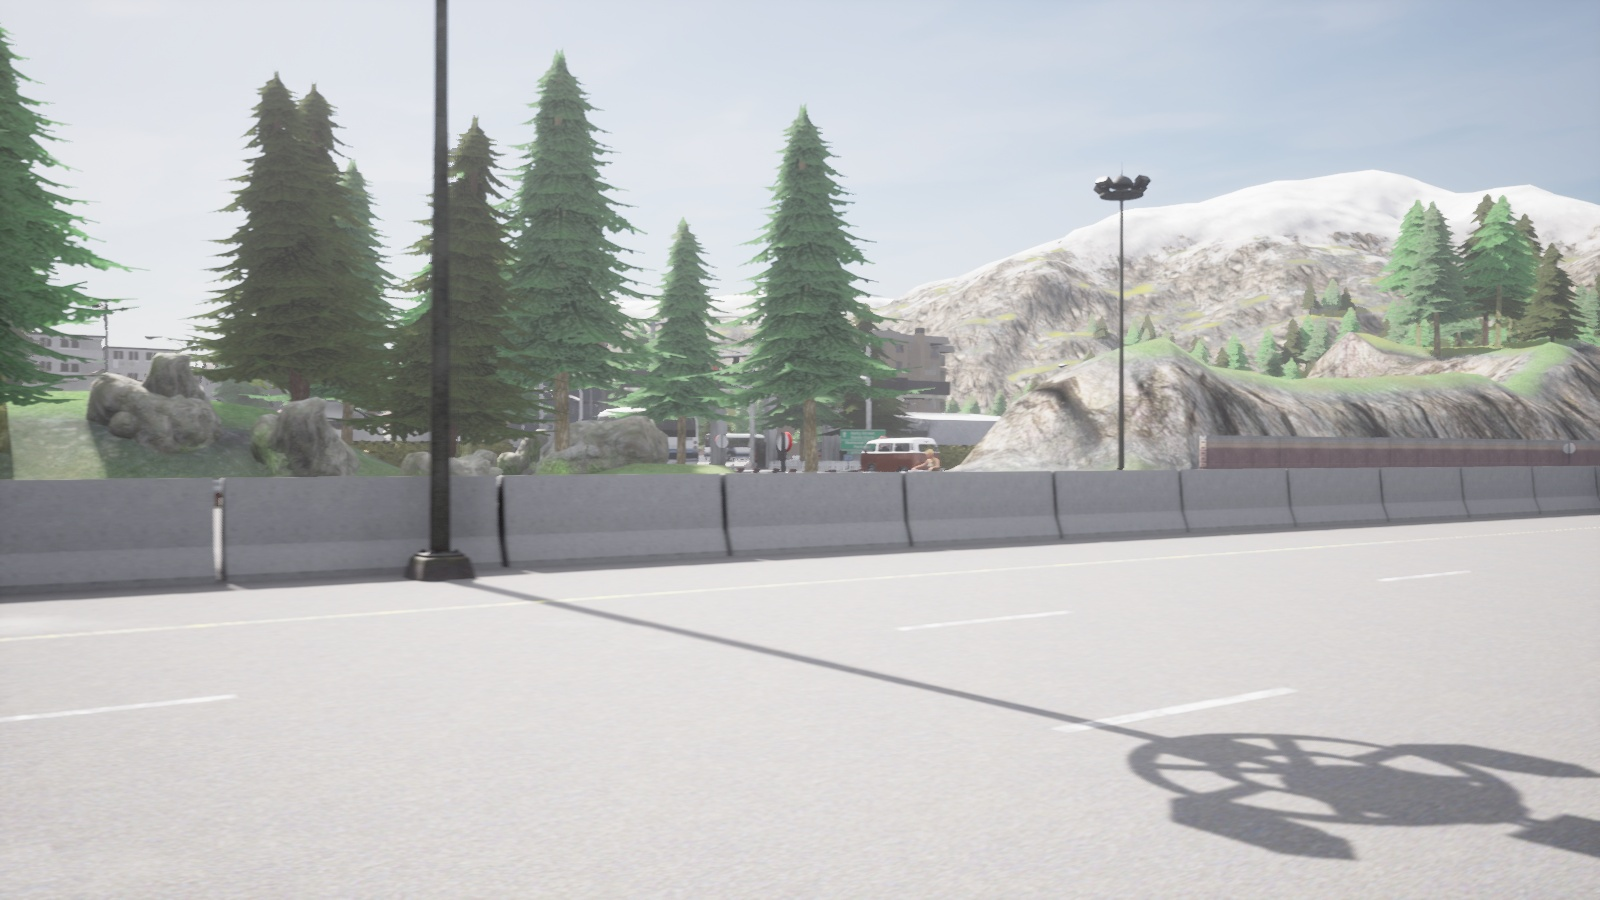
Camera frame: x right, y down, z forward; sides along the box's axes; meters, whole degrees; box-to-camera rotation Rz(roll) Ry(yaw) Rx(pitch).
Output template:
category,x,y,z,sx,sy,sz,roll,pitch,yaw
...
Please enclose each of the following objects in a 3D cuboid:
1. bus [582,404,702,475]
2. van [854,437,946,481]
category,x,y,z,sx,sy,sz,roll,pitch,yaw
bus,-10.353,-0.602,80.783,3.944,4.253,10.273,0,0,-30
van,4.781,0.411,60.747,2.069,2.038,4.480,0,0,-35
